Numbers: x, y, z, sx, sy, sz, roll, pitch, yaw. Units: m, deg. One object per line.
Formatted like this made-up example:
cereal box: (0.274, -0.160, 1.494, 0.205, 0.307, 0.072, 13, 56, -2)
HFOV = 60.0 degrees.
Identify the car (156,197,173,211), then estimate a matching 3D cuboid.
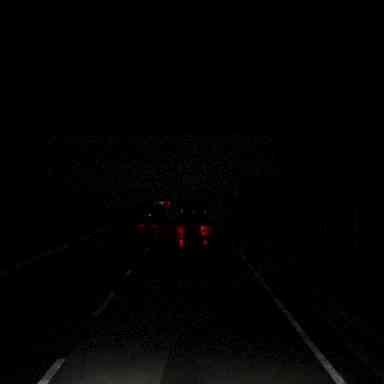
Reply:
car: (-3.427, 1.317, 39.531, 2.097, 1.767, 4.553, 0, 0, -1)

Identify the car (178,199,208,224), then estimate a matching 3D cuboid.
car: (0.086, 1.331, 24.670, 2.097, 1.767, 4.553, 0, 0, 0)

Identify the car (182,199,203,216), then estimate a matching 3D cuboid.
car: (0.065, 1.518, 34.077, 2.033, 1.411, 5.357, 0, 0, 1)

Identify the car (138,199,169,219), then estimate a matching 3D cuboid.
car: (-3.393, 1.576, 28.976, 1.895, 1.301, 4.718, 0, 0, 0)
